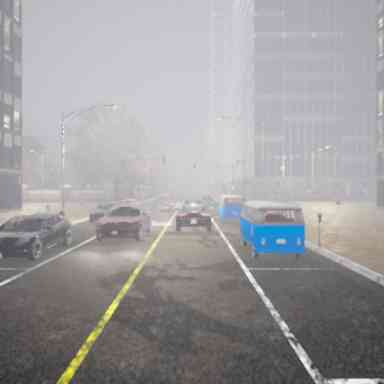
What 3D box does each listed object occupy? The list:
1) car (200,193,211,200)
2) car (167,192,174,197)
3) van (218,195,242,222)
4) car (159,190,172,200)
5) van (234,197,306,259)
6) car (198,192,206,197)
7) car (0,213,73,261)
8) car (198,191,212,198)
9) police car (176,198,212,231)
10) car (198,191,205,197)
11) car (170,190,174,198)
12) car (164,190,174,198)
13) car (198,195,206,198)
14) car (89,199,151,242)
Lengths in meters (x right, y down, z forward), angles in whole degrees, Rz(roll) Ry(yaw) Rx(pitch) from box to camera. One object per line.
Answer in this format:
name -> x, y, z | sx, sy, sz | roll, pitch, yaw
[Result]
car -> 2.653, 0.885, 67.081 | 1.947, 1.339, 4.313 | 0, 1, 0
car -> -5.742, 0.658, 89.803 | 1.802, 1.307, 4.206 | 0, 1, 0
van -> 2.761, 1.121, 23.275 | 1.690, 1.788, 3.998 | 0, 1, 0
car -> -5.728, 0.864, 67.073 | 1.887, 1.381, 4.507 | 0, 1, 0
van -> 2.686, 1.238, 11.879 | 1.690, 1.788, 3.998 | 0, 1, 0
car -> 2.639, 0.642, 89.804 | 1.947, 1.339, 4.313 | 0, 1, 0
car -> -5.696, 1.463, 11.875 | 1.947, 1.339, 4.313 | 0, 1, 0
car -> 2.657, 0.819, 61.399 | 1.967, 1.590, 4.097 | 0, 1, 0
police car -> 0.088, 1.323, 19.420 | 2.038, 1.542, 4.974 | 0, 0, 0
car -> 2.637, 0.452, 95.483 | 1.967, 1.590, 4.097 | 0, 1, 0
car -> -5.732, 0.810, 72.756 | 2.008, 1.369, 4.403 | 0, 1, 0
car -> -5.737, 0.453, 84.119 | 2.192, 1.841, 5.009 | 0, 1, 0
car -> 0.082, 1.247, 32.419 | 1.994, 1.385, 4.181 | 0, 1, 0
car -> -3.094, 1.335, 15.812 | 1.882, 1.535, 5.008 | 0, 1, 0
